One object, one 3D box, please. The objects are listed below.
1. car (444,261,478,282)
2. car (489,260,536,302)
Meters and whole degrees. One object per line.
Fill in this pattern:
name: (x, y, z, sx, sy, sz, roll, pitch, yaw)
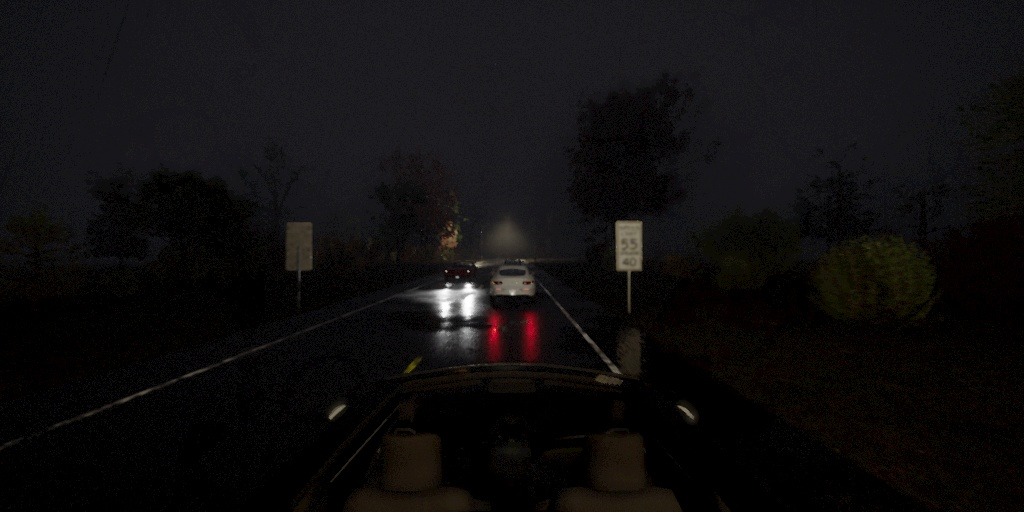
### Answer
car: (-3.524, 1.040, 25.361, 1.895, 1.301, 4.718, 0, 1, 0)
car: (0.041, 1.088, 15.439, 1.812, 1.442, 4.674, 0, 1, 1)
